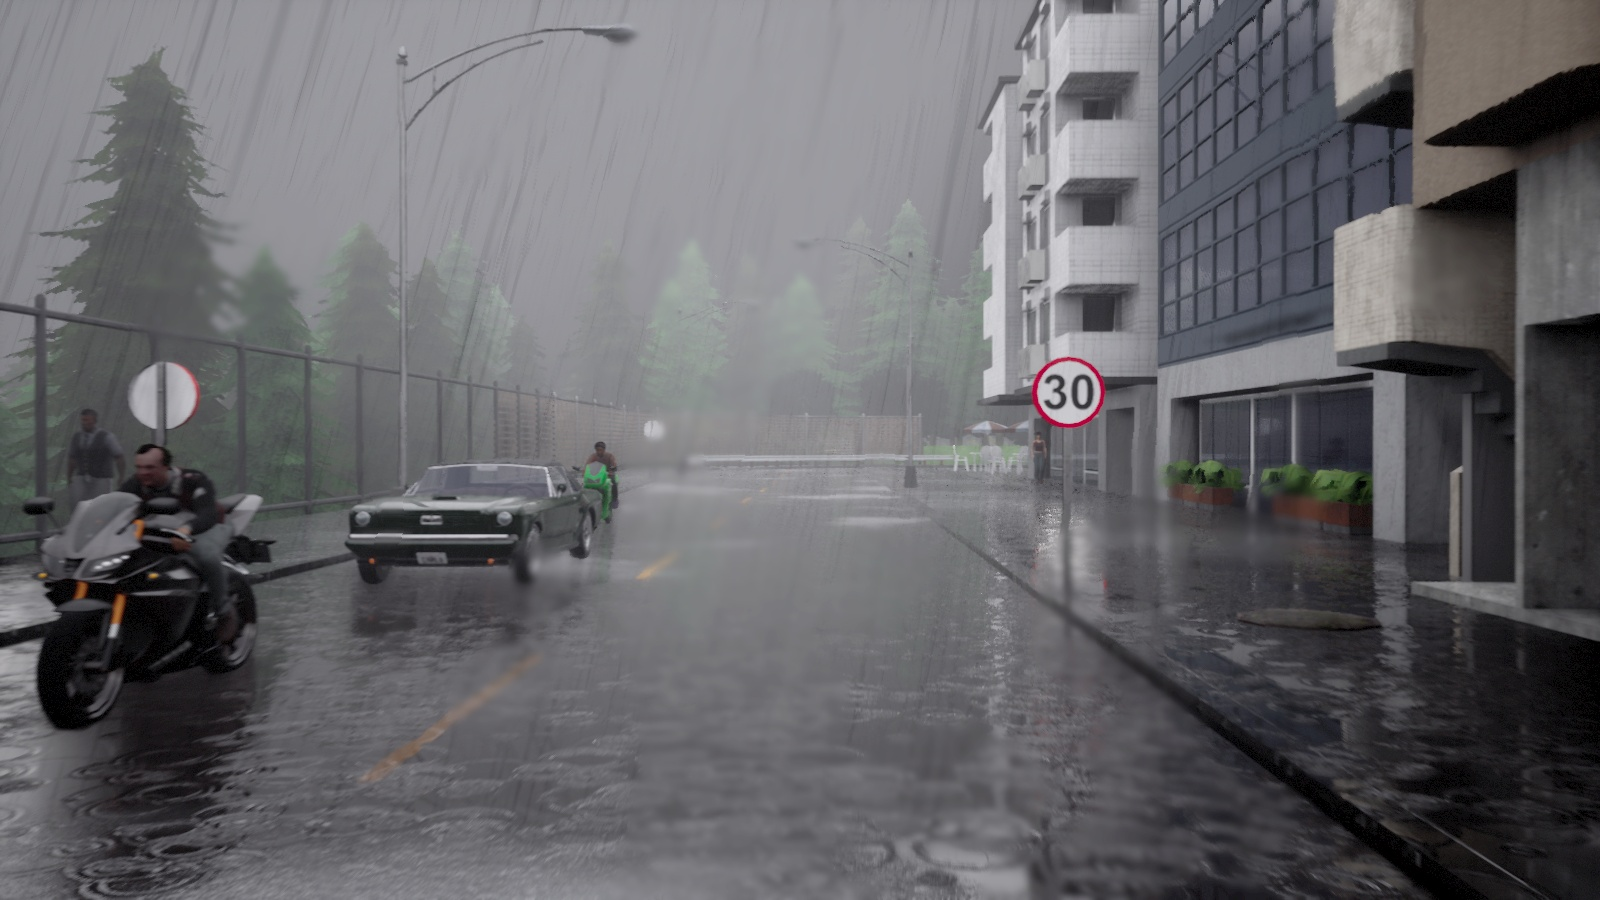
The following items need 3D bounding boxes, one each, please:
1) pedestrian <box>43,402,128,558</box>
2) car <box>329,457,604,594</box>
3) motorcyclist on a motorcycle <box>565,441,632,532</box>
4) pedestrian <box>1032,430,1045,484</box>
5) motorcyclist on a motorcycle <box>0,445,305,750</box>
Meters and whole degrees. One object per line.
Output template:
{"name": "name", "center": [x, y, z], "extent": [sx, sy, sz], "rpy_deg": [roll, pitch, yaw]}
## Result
{"name": "pedestrian", "center": [-8.865, 0.360, 15.601], "extent": [0.563, 1.883, 0.849], "rpy_deg": [0, 0, 1]}
{"name": "car", "center": [-3.670, 0.760, 14.790], "extent": [1.895, 1.301, 4.718], "rpy_deg": [0, 0, 1]}
{"name": "motorcyclist on a motorcycle", "center": [-3.511, 0.601, 22.066], "extent": [0.797, 1.523, 2.044], "rpy_deg": [0, 0, 1]}
{"name": "pedestrian", "center": [8.197, 0.236, 43.140], "extent": [0.345, 1.836, 0.594], "rpy_deg": [0, 0, 1]}
{"name": "motorcyclist on a motorcycle", "center": [-3.815, 0.736, 7.409], "extent": [0.866, 1.530, 2.191], "rpy_deg": [0, 0, 2]}
